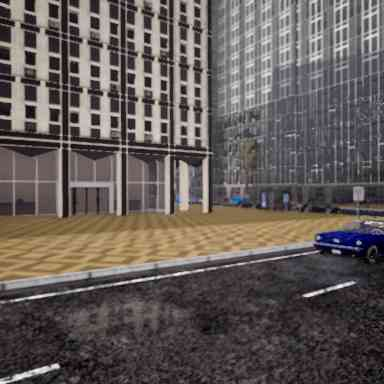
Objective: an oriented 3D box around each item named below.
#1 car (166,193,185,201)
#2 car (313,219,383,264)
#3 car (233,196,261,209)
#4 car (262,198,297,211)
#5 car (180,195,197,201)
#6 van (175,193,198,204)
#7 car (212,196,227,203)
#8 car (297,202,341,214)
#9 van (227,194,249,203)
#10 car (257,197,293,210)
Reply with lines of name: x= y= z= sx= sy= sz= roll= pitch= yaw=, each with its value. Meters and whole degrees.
car: x=-3.956 y=1.073 z=80.502 sx=2.192 sy=1.841 sz=5.009 roll=0 pitch=0 yaw=-35
car: x=6.651 y=1.725 z=12.464 sx=4.718 sy=1.301 sz=1.895 roll=1 pitch=0 yaw=-36
car: x=8.448 y=1.677 z=47.640 sx=1.947 sy=1.339 sz=4.313 roll=0 pitch=0 yaw=-35
car: x=11.625 y=1.743 z=42.928 sx=1.802 sy=1.307 sz=4.206 roll=0 pitch=0 yaw=-35
car: x=-0.733 y=1.391 z=75.824 sx=1.802 sy=1.307 sz=4.206 roll=0 pitch=0 yaw=-35
van: x=-1.181 y=1.303 z=61.707 sx=1.690 sy=1.788 sz=3.998 roll=0 pitch=0 yaw=-35
car: x=5.718 y=1.494 z=66.463 sx=1.802 sy=1.307 sz=4.206 roll=0 pitch=0 yaw=-35
car: x=14.836 y=1.776 z=38.236 sx=1.947 sy=1.339 sz=4.313 roll=0 pitch=0 yaw=-35
van: x=8.944 y=1.303 z=61.782 sx=1.690 sy=1.788 sz=3.998 roll=0 pitch=0 yaw=-35
car: x=11.729 y=1.590 z=47.534 sx=1.882 sy=1.535 sz=5.008 roll=0 pitch=1 yaw=-34
